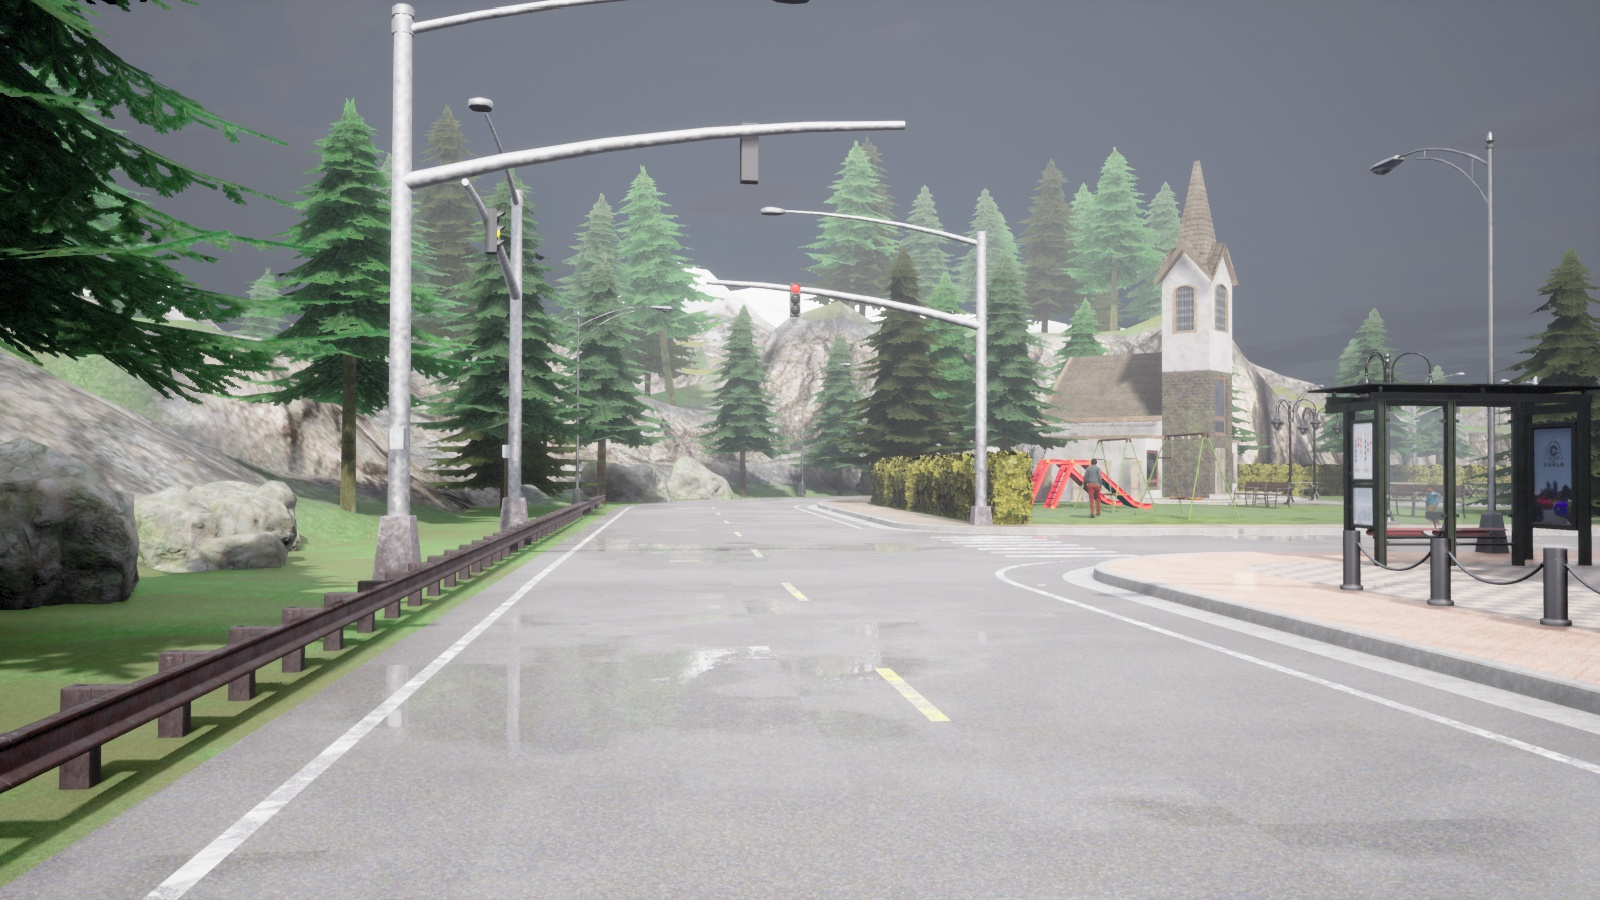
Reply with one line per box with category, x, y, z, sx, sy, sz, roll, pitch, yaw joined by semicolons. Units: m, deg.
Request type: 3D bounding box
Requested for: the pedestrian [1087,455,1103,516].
pedestrian;9.031;1.067;38.395;0.353;1.847;0.614;-1;-1;24
